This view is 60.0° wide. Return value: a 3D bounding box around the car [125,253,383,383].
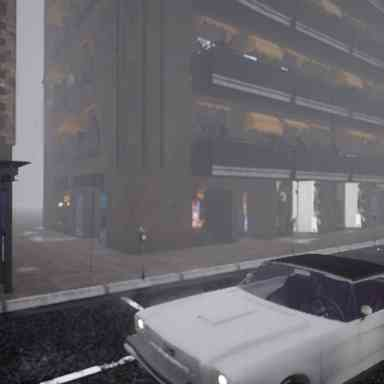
[{"bbox_3d":[1.571,1.620,4.501,4.718,1.301,1.895,0,0,-35],"label":"car"}]
